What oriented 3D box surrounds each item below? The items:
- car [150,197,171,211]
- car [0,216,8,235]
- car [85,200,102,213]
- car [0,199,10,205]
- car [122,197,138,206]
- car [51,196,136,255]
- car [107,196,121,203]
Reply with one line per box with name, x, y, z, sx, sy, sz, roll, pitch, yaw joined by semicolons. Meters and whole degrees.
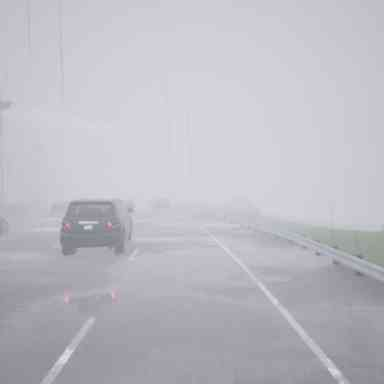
car;-4.089;1.412;42.333;2.097;1.767;4.553;-1;0;-15
car;-11.201;1.657;17.045;2.128;1.511;4.902;-1;0;-7
car;-11.879;1.701;40.316;1.812;1.442;4.674;0;0;-15
car;-33.260;1.968;58.504;1.837;1.490;4.892;-1;0;-23
car;-11.335;1.691;60.595;1.812;1.442;4.674;-1;0;-23
car;-3.743;1.278;13.812;2.150;2.045;5.566;0;0;-6
car;-17.524;1.660;74.511;1.882;1.535;5.008;-1;0;-29
